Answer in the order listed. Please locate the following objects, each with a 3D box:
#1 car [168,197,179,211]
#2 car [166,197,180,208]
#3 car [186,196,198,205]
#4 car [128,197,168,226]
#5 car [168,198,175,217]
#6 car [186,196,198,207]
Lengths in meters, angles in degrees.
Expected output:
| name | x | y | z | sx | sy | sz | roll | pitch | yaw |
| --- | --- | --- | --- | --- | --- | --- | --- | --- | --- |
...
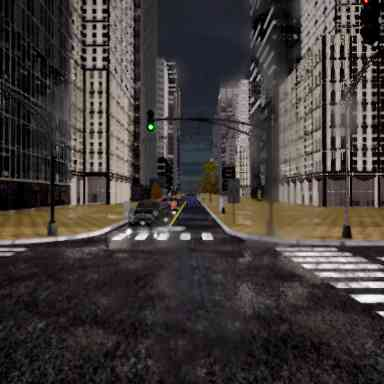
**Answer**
| name | x | y | z | sx | sy | sz | roll | pitch | yaw |
| --- | --- | --- | --- | --- | --- | --- | --- | --- | --- |
| car | -3.009 | 1.443 | 42.359 | 2.097 | 1.767 | 4.553 | 0 | 0 | 0 |
| car | -3.010 | 1.587 | 52.578 | 1.882 | 1.535 | 5.008 | 0 | 0 | 0 |
| car | -0.011 | 1.620 | 65.240 | 2.128 | 1.511 | 4.902 | 0 | 0 | 0 |
| car | -3.120 | 1.408 | 23.561 | 2.097 | 1.767 | 4.553 | 0 | 0 | 1 |
| car | -3.076 | 1.621 | 33.034 | 2.033 | 1.411 | 5.357 | 0 | 0 | 0 |
| car | -0.010 | 1.657 | 54.820 | 2.033 | 1.411 | 5.357 | 0 | 0 | 0 |
